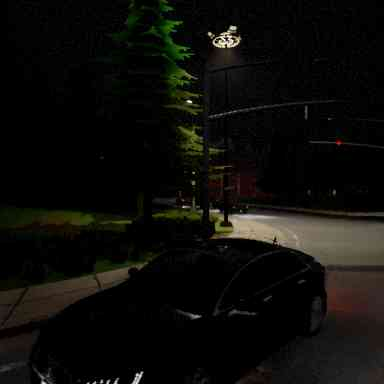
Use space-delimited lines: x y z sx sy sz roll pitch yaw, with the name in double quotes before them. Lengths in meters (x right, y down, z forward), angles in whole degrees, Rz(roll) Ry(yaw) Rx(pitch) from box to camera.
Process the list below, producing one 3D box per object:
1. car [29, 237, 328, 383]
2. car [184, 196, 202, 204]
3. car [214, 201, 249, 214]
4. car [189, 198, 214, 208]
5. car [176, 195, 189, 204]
"car" 0.340 1.505 4.754 1.837 1.490 4.892 2 2 42
"car" 0.108 1.491 63.469 2.128 1.511 4.902 0 0 -17
"car" 4.354 1.601 35.633 1.895 1.301 4.718 0 0 -15
"car" 1.674 1.221 45.322 2.150 2.045 5.566 0 0 -16
"car" -1.202 1.352 55.210 2.097 1.767 4.553 0 0 -17
